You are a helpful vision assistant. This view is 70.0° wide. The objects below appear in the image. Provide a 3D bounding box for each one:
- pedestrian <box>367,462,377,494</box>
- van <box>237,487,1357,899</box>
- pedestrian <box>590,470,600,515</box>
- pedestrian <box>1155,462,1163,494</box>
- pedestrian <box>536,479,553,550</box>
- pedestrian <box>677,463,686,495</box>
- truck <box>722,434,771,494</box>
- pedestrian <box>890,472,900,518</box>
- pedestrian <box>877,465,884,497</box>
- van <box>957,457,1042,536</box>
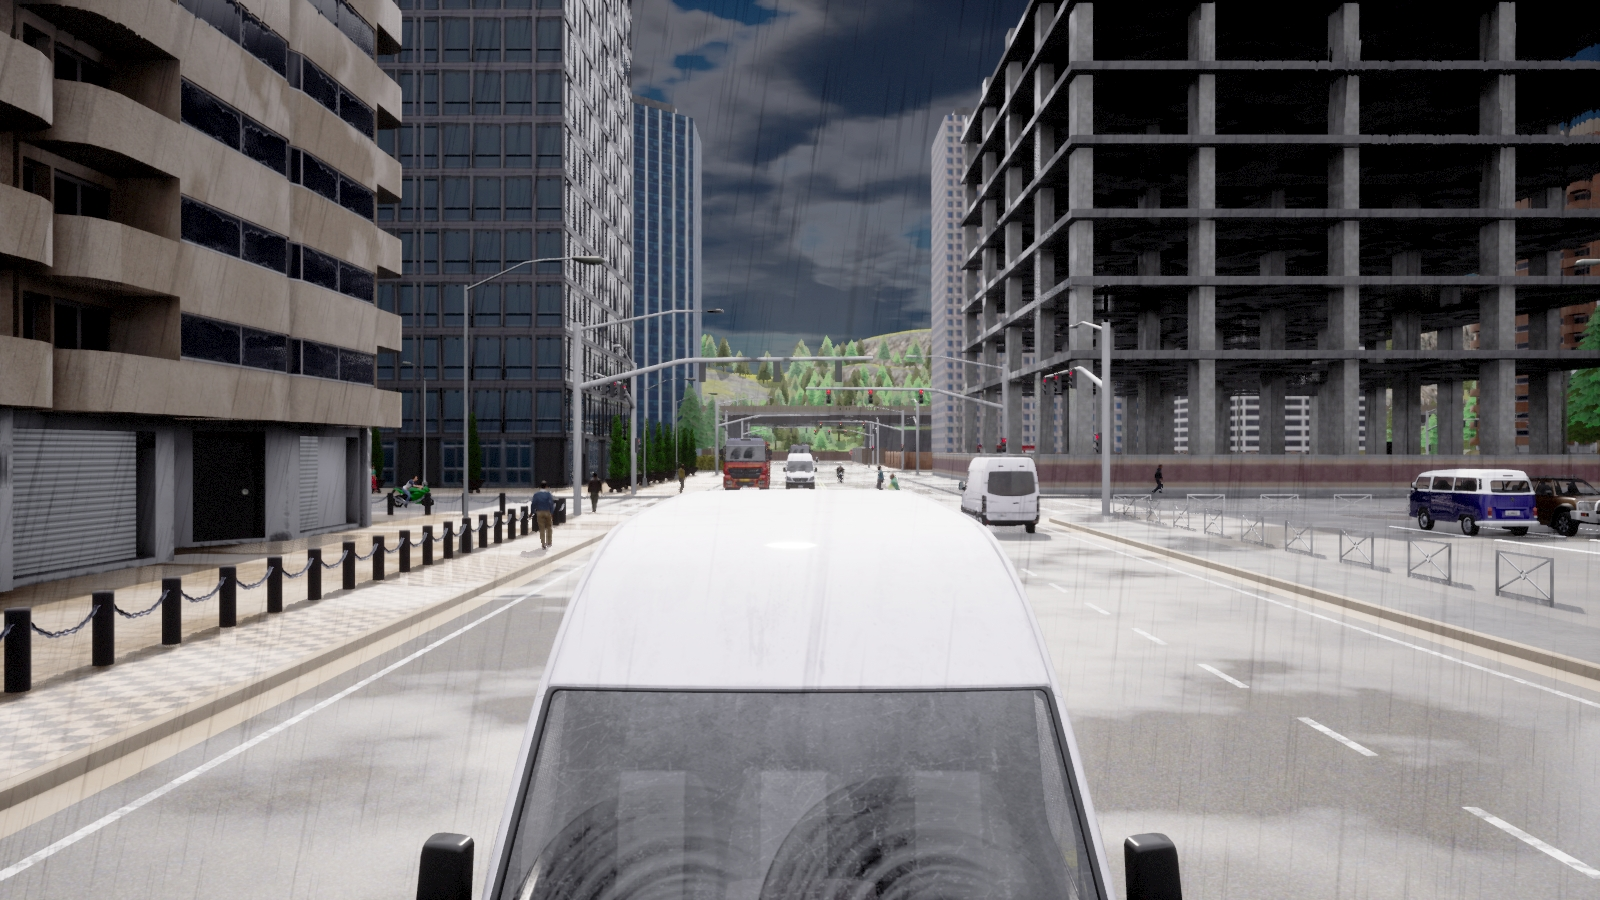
[{"bbox_3d":[-25.074,1.641,66.943,0.375,1.860,0.375,0,0,11],"label":"pedestrian"},{"bbox_3d":[-0.002,1.534,4.985,1.988,2.561,5.915,0,0,0],"label":"van"},{"bbox_3d":[-8.702,1.798,48.474,0.375,1.860,0.375,0,0,-8],"label":"pedestrian"},{"bbox_3d":[20.891,1.641,66.497,0.375,1.860,0.375,0,0,-1],"label":"pedestrian"},{"bbox_3d":[-6.713,1.697,30.076,0.375,1.860,0.375,0,0,-3],"label":"pedestrian"},{"bbox_3d":[-6.971,1.695,67.375,0.375,1.860,0.375,0,0,24],"label":"pedestrian"},{"bbox_3d":[-3.496,0.891,77.013,2.891,3.827,8.468,0,0,0],"label":"truck"},{"bbox_3d":[3.869,1.835,46.668,0.375,1.860,0.375,0,0,-1],"label":"pedestrian"},{"bbox_3d":[4.814,1.849,68.304,0.375,1.860,0.375,0,0,-8],"label":"pedestrian"},{"bbox_3d":[6.981,1.535,40.582,1.988,2.561,5.915,0,0,0],"label":"van"}]
